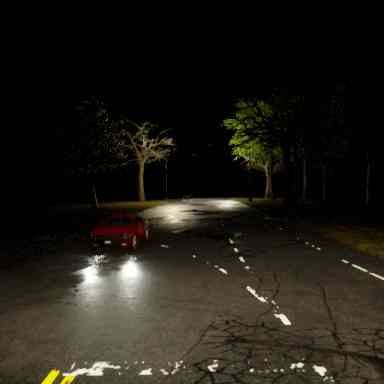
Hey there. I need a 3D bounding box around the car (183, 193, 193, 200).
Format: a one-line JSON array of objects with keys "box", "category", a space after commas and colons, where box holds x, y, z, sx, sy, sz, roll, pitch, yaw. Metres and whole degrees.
[{"box": [-0.950, 1.053, 77.754, 1.837, 1.490, 4.892, -1, 0, 7], "category": "car"}]

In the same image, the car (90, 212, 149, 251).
[{"box": [-3.303, 1.766, 15.822, 1.882, 1.535, 5.008, -1, -1, 2], "category": "car"}]
